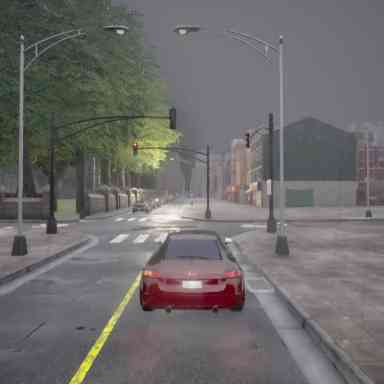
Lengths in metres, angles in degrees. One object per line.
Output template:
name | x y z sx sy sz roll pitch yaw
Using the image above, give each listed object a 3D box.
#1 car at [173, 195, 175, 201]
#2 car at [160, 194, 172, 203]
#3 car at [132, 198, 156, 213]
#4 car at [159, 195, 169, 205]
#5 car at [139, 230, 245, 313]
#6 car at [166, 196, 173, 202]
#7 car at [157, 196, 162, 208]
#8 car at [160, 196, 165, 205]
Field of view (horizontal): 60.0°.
car | -5.835 1.619 82.113 1.967 1.590 4.097 1 0 0
car | -5.703 1.422 65.763 2.192 1.841 5.009 1 0 0
car | -5.506 1.585 36.827 2.008 1.369 4.403 1 0 0
car | -5.665 1.670 60.312 1.802 1.307 4.206 1 0 0
car | 0.021 1.568 7.744 1.994 1.385 4.181 0 0 1
car | -5.879 1.732 87.393 1.752 1.417 4.829 1 0 0
car | -5.535 1.597 43.962 2.008 1.369 4.403 1 0 0
car | -5.578 1.623 49.412 1.947 1.339 4.313 1 0 0
